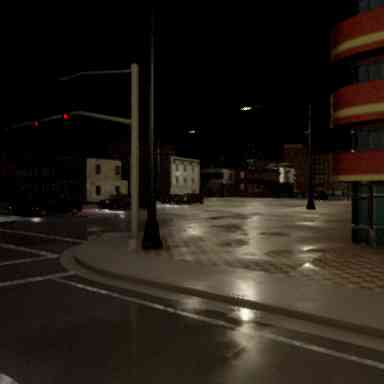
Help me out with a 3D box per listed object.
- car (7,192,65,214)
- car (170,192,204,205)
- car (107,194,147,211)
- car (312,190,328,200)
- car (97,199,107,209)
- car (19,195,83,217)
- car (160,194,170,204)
[{"bbox_3d":[-14.818,1.059,32.417,2.150,2.045,5.566,0,1,36],"label":"car"},{"bbox_3d":[-0.374,0.874,45.940,2.097,1.767,4.553,0,1,37],"label":"car"},{"bbox_3d":[-6.824,1.237,37.292,1.812,1.442,4.674,0,1,37],"label":"car"},{"bbox_3d":[22.548,0.515,58.853,2.097,1.767,4.553,0,0,37],"label":"car"},{"bbox_3d":[-9.135,1.047,40.035,2.097,1.767,4.553,0,1,37],"label":"car"},{"bbox_3d":[-12.313,1.321,29.907,1.882,1.535,5.008,0,1,37],"label":"car"},{"bbox_3d":[-2.673,1.008,48.712,1.837,1.490,4.892,0,2,37],"label":"car"}]
